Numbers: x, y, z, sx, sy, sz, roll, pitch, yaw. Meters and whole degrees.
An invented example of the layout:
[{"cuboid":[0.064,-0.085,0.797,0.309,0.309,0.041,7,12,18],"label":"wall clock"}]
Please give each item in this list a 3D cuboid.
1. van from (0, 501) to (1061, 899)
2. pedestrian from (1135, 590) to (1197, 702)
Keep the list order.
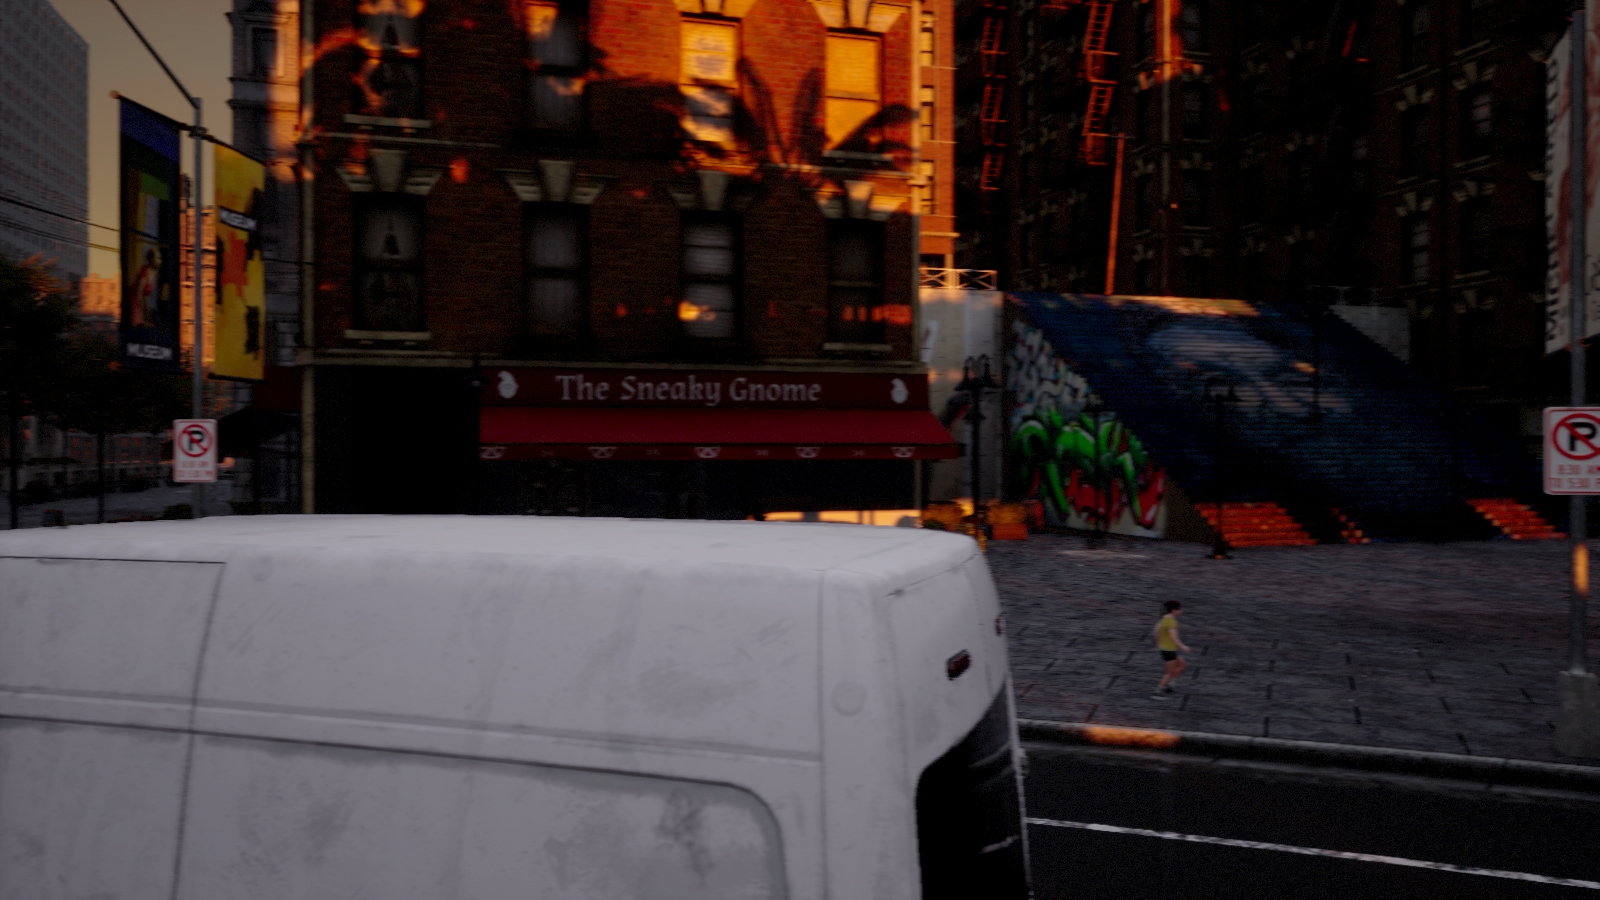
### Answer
[{"cuboid":[-2.199,1.530,3.997,5.915,2.561,1.988,0,0,18],"label":"van"},{"cuboid":[3.871,2.059,12.095,0.500,1.100,0.500,0,0,1],"label":"pedestrian"}]
